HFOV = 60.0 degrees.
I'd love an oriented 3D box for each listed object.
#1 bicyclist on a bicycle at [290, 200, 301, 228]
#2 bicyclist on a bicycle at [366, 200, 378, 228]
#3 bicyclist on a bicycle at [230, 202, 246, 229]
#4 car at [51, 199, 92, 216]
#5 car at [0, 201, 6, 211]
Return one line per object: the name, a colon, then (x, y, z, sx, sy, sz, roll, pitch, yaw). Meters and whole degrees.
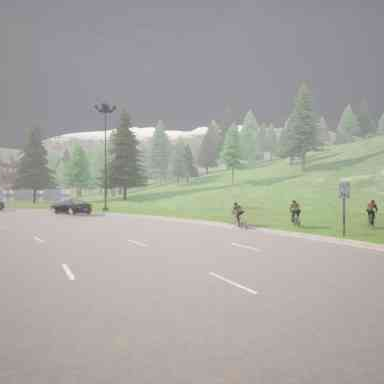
bicyclist on a bicycle: (6.081, 1.302, 19.548, 0.582, 1.620, 1.656, 0, -2, -1)
bicyclist on a bicycle: (10.396, 1.284, 19.237, 1.656, 1.620, 0.582, 3, -2, -43)
bicyclist on a bicycle: (2.798, 1.455, 20.422, 0.582, 1.620, 1.656, 0, -2, -29)
car: (-12.004, 1.478, 32.941, 5.008, 1.535, 1.882, 0, 0, 37)
car: (-24.335, 1.526, 39.651, 4.674, 1.442, 1.812, 0, 0, 23)
